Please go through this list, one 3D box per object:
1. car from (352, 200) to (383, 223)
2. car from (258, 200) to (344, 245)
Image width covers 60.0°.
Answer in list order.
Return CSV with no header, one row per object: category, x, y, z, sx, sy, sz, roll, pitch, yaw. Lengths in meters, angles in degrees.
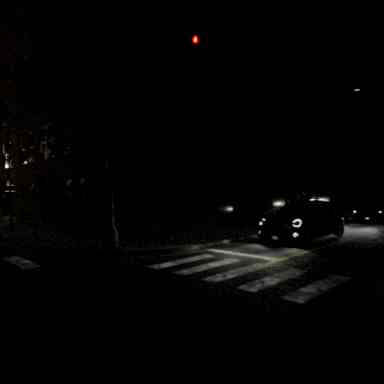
car,12.152,1.236,21.591,4.718,1.301,1.895,-2,0,-44
car,4.884,1.185,14.729,4.553,1.767,2.097,-2,0,-43
